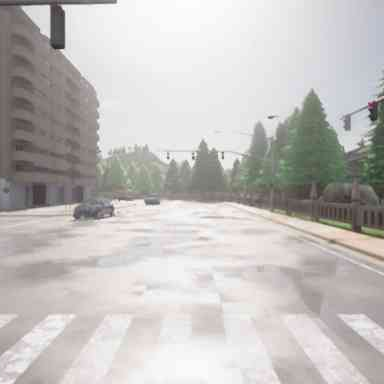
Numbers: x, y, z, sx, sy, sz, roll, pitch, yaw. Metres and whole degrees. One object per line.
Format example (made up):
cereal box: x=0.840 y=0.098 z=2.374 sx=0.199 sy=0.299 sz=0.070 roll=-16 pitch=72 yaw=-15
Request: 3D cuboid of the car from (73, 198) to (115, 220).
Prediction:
car: x=-8.406 y=1.325 z=28.890 sx=2.097 sy=1.767 sz=4.553 roll=0 pitch=0 yaw=9

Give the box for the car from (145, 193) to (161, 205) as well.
car: x=-6.570 y=1.307 z=56.956 sx=2.150 sy=2.045 sz=5.566 roll=0 pitch=1 yaw=3

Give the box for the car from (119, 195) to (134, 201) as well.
car: x=-15.708 y=1.446 z=79.824 sx=1.882 sy=1.535 sz=5.008 roll=0 pitch=0 yaw=-41
